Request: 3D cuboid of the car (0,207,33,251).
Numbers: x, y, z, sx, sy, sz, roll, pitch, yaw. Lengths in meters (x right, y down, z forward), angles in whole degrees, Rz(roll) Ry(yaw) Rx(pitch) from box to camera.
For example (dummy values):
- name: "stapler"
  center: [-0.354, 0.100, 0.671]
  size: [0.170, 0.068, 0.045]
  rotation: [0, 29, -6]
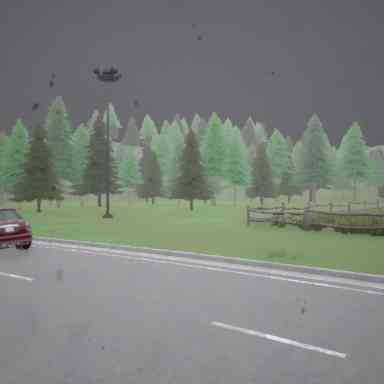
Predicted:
- name: "car"
  center: [-8.300, 1.351, 12.697]
  size: [4.553, 1.767, 2.097]
  rotation: [0, 0, 28]
